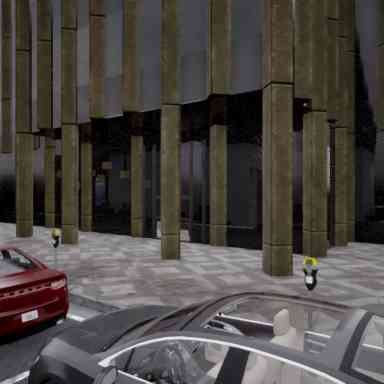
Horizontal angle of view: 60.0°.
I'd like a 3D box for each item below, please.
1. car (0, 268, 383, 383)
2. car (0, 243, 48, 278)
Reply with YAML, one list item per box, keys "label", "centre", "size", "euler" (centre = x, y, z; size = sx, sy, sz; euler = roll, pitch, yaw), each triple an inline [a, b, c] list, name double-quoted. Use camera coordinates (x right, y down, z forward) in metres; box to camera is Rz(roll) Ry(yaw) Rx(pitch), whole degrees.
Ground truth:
- label: "car"
  centre: [0.427, 1.551, 2.654]
  size: [4.403, 1.369, 2.008]
  euler: [0, 0, 35]
- label: "car"
  centre: [-4.016, 1.544, 5.789]
  size: [4.507, 1.381, 1.887]
  euler: [0, 0, 35]
